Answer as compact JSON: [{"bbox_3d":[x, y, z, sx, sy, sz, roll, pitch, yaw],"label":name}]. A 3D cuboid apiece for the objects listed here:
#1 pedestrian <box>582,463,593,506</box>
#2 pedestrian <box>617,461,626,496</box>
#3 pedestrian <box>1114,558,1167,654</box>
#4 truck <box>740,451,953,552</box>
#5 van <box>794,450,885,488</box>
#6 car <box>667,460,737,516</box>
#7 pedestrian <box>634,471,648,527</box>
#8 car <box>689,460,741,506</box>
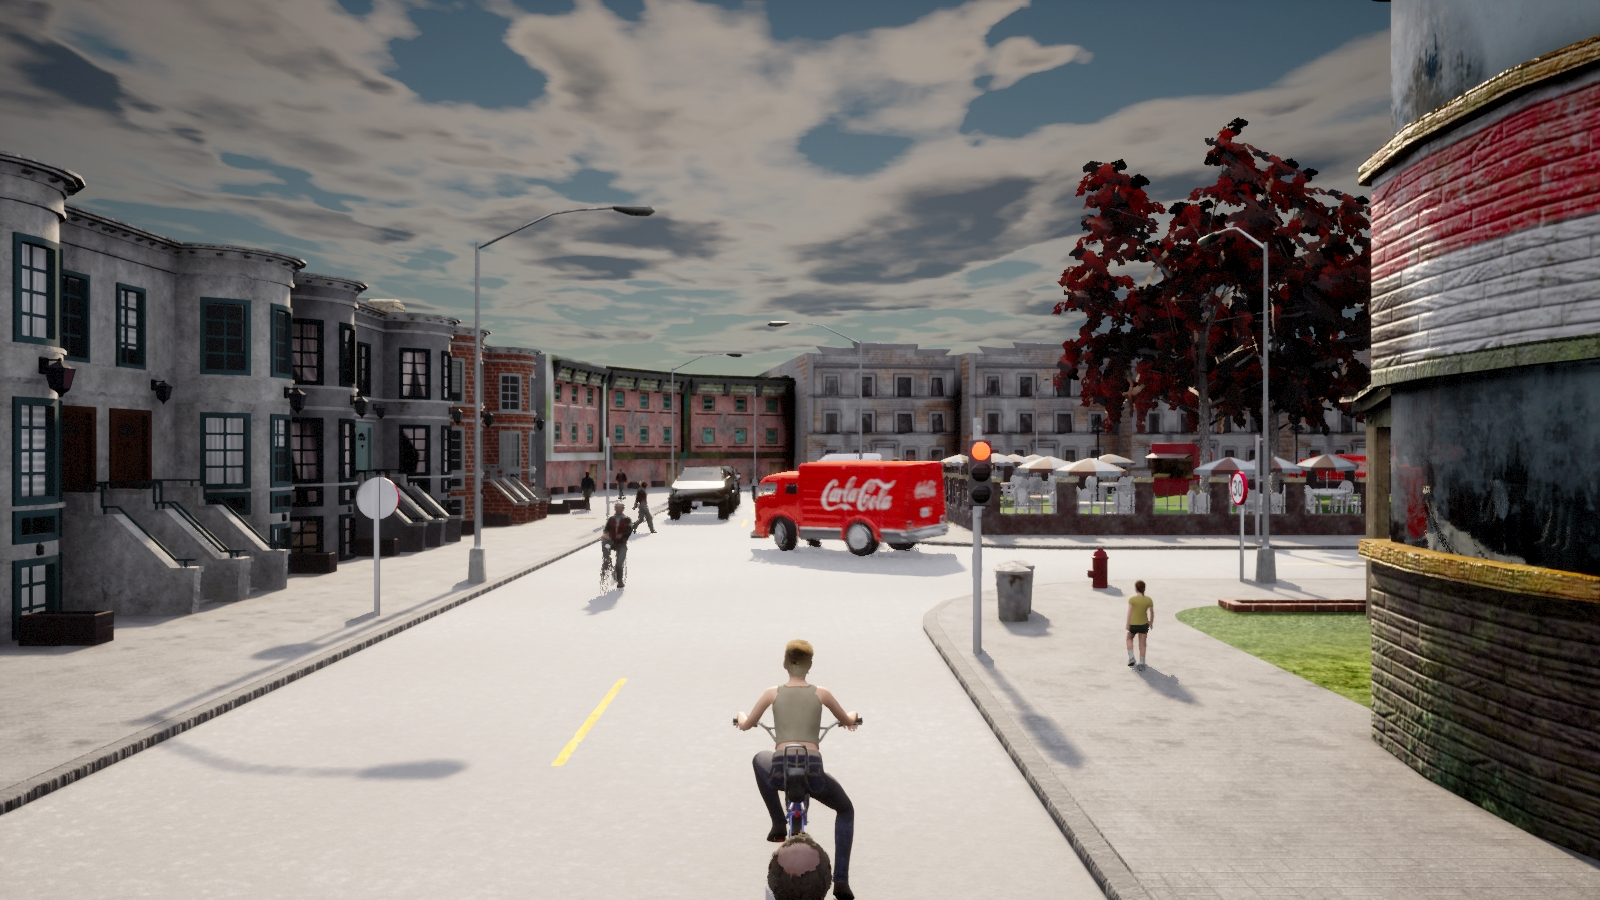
[{"bbox_3d":[-9.268,1.504,49.891,0.375,1.860,0.375,0,0,5],"label":"pedestrian"},{"bbox_3d":[-9.409,1.502,60.279,0.375,1.860,0.375,0,0,14],"label":"pedestrian"},{"bbox_3d":[4.158,1.898,13.962,0.500,1.100,0.500,0,0,-1],"label":"pedestrian"},{"bbox_3d":[1.248,1.328,31.495,5.204,2.467,2.627,-1,1,34],"label":"truck"},{"bbox_3d":[2.684,1.285,78.232,5.915,2.561,1.988,0,-1,-15],"label":"van"},{"bbox_3d":[-3.997,1.515,47.708,2.390,2.098,6.274,0,0,0],"label":"car"},{"bbox_3d":[-5.257,1.613,37.794,0.375,1.860,0.375,0,0,3],"label":"pedestrian"},{"bbox_3d":[-4.051,1.538,55.431,2.150,2.045,5.566,0,0,0],"label":"car"}]
